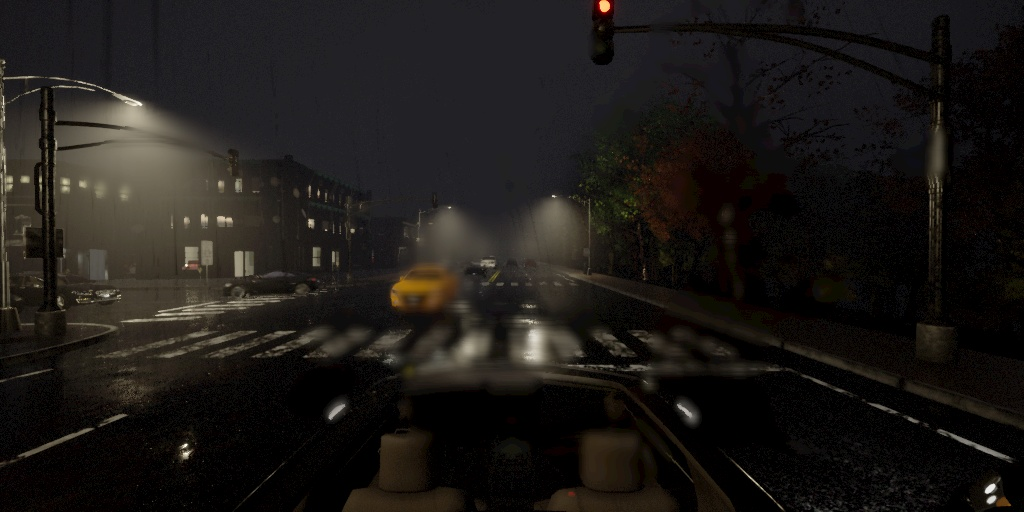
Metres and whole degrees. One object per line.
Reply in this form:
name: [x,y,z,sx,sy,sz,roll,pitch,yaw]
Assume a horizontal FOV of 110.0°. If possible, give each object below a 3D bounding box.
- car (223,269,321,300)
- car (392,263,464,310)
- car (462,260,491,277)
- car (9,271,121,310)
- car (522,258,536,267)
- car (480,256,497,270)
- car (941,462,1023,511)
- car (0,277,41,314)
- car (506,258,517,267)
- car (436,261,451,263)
car: [-12.365,1.394,18.716,4.181,1.385,1.994,-2,1,-21]
car: [-3.378,1.225,14.792,1.882,1.535,5.008,0,0,0]
car: [-3.422,1.340,35.221,1.895,1.301,4.718,0,0,0]
car: [-19.619,1.472,15.208,4.892,1.490,1.837,-1,1,0]
car: [3.221,1.204,63.193,1.882,1.535,5.008,0,0,0]
car: [-3.449,0.954,53.704,2.150,2.045,5.566,0,0,0]
car: [3.355,1.314,0.186,1.994,1.385,4.181,0,0,0]
car: [-19.970,1.565,12.502,4.313,1.339,1.948,0,0,0]
car: [-0.031,1.204,63.774,1.882,1.535,5.008,0,0,0]
car: [-6.670,1.231,34.364,2.128,1.511,4.902,0,0,0]
